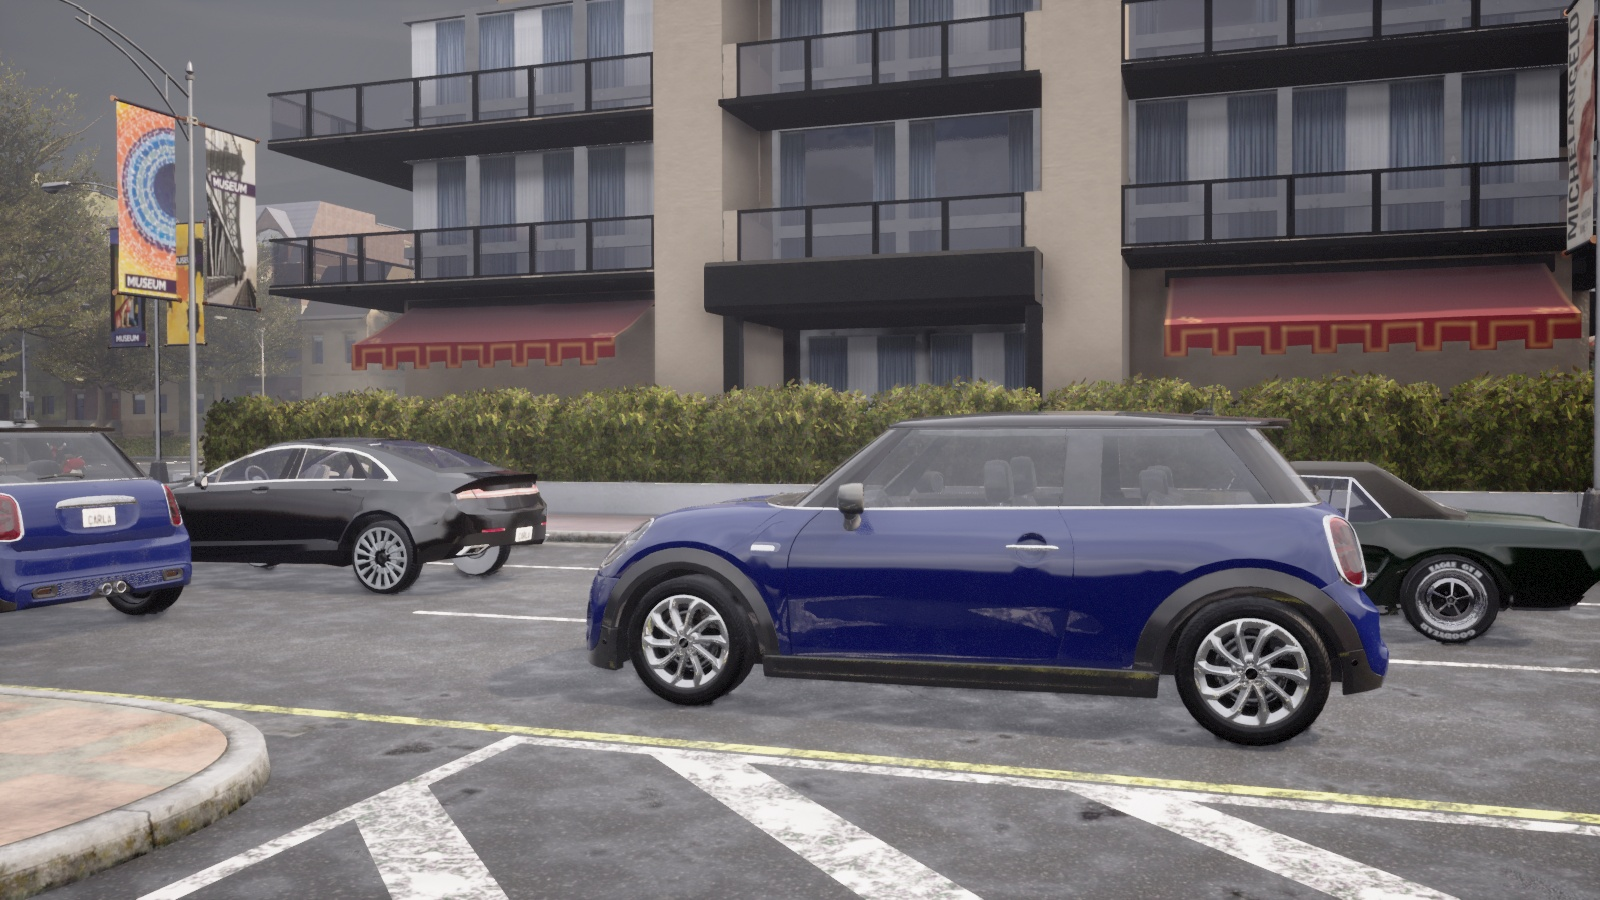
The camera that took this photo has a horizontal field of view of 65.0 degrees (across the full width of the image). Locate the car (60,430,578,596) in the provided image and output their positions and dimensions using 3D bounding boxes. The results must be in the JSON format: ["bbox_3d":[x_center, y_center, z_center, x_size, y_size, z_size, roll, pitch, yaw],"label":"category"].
[{"bbox_3d":[-5.065,0.550,13.338,4.902,1.511,2.128,1,1,19],"label":"car"}]

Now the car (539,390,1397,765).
[{"bbox_3d":[0.966,0.567,7.615,4.553,1.767,2.097,1,1,18],"label":"car"}]

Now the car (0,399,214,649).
[{"bbox_3d":[-7.503,0.489,10.465,4.553,1.767,2.097,1,1,19],"label":"car"}]

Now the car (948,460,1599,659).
[{"bbox_3d":[3.746,0.775,10.374,4.718,1.301,1.895,1,1,19],"label":"car"}]
